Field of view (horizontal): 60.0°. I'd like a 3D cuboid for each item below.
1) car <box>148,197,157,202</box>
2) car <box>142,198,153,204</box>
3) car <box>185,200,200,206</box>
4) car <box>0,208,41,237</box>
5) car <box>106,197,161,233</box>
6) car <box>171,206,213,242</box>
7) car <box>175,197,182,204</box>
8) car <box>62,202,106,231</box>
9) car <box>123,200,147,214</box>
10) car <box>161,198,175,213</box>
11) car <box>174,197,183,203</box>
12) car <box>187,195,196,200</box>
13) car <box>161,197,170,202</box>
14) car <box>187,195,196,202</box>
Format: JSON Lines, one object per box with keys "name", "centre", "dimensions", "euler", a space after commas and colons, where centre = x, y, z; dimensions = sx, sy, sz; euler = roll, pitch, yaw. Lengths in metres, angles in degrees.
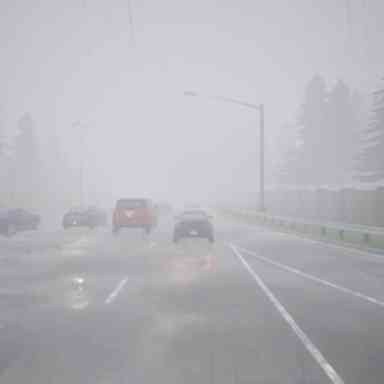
{"name": "car", "centre": [-10.648, 2.039, 90.167], "dimensions": [1.812, 1.442, 4.674], "euler": [0, 0, 0]}
{"name": "car", "centre": [-10.631, 2.126, 80.164], "dimensions": [1.994, 1.385, 4.181], "euler": [0, 0, 0]}
{"name": "car", "centre": [0.045, 1.853, 35.898], "dimensions": [1.895, 1.301, 4.718], "euler": [0, 0, 0]}
{"name": "car", "centre": [-10.426, 1.624, 18.959], "dimensions": [1.882, 1.535, 5.008], "euler": [0, 0, 0]}
{"name": "car", "centre": [-3.429, 1.374, 20.805], "dimensions": [2.150, 2.045, 5.566], "euler": [0, 0, 0]}
{"name": "car", "centre": [0.077, 1.645, 16.944], "dimensions": [1.812, 1.442, 4.674], "euler": [0, 0, 0]}
{"name": "car", "centre": [-3.631, 2.117, 80.176], "dimensions": [1.994, 1.385, 4.181], "euler": [0, 0, 0]}
{"name": "car", "centre": [-6.931, 1.656, 22.043], "dimensions": [2.128, 1.511, 4.902], "euler": [0, 0, 0]}
{"name": "car", "centre": [-6.964, 1.788, 40.965], "dimensions": [2.128, 1.511, 4.902], "euler": [0, 0, 0]}
{"name": "car", "centre": [-3.464, 1.822, 41.683], "dimensions": [1.812, 1.442, 4.674], "euler": [0, 0, 0]}
{"name": "car", "centre": [-3.648, 2.032, 90.179], "dimensions": [2.128, 1.511, 4.902], "euler": [0, 0, 0]}
{"name": "car", "centre": [-0.130, 2.058, 79.765], "dimensions": [1.837, 1.490, 4.892], "euler": [0, 0, 0]}
{"name": "car", "centre": [-7.148, 2.051, 90.173], "dimensions": [2.033, 1.411, 5.357], "euler": [0, 0, 0]}
{"name": "car", "centre": [-0.148, 1.728, 90.217], "dimensions": [2.150, 2.045, 5.566], "euler": [0, 0, 0]}
